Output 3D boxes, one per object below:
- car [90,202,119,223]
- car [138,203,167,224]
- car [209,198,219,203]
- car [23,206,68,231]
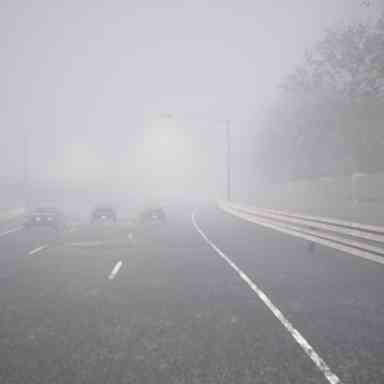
[{"bbox_3d":[-6.809,1.546,25.896,1.837,1.490,4.892,0,0,-14],"label":"car"},{"bbox_3d":[-3.053,1.542,25.207,1.812,1.442,4.674,0,0,-13],"label":"car"},{"bbox_3d":[5.700,2.167,87.779,2.033,1.411,5.357,0,-3,11],"label":"car"},{"bbox_3d":[-9.292,1.605,21.388,2.033,1.411,5.357,0,0,-12],"label":"car"}]
